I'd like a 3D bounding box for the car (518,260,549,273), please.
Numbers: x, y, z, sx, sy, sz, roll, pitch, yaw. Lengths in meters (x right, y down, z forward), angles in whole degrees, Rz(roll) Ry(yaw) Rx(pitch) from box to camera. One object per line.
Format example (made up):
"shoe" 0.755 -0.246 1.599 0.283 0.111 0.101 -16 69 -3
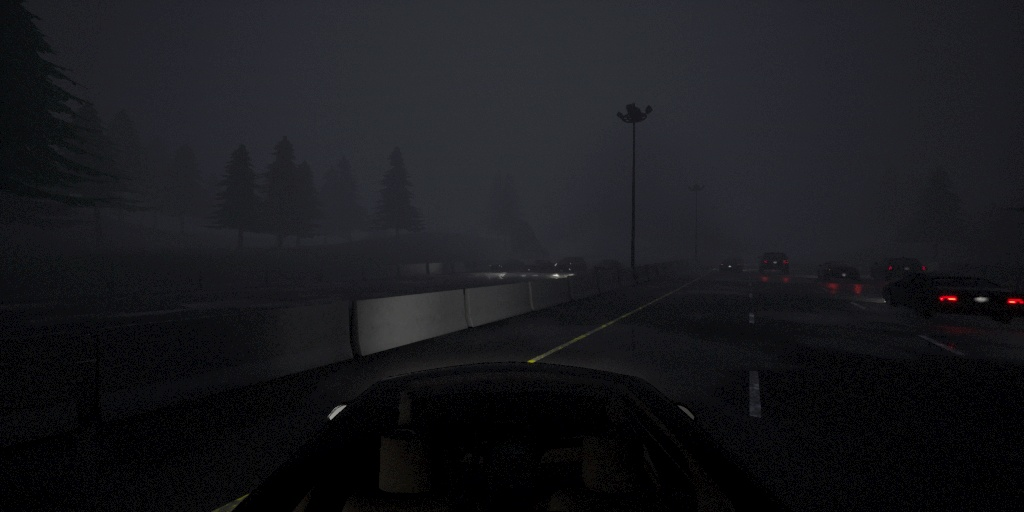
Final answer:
"car" 3.018 1.120 39.348 1.895 1.301 4.718 0 1 34

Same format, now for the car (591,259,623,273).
"car" 9.983 1.045 37.157 2.033 1.411 5.357 0 1 34

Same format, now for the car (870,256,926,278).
"car" 27.935 0.850 26.048 2.097 1.767 4.553 0 1 34

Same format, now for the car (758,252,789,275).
"car" 24.996 0.629 34.289 2.150 2.045 5.566 0 1 33

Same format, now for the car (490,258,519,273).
"car" -0.521 1.009 40.365 1.882 1.535 5.008 0 1 34

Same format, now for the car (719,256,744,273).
"car" 22.464 0.956 36.808 1.994 1.385 4.181 0 1 34

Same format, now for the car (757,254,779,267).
"car" 33.242 0.584 46.736 2.128 1.511 4.902 0 1 33

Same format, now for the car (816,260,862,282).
"car" 24.073 1.047 26.532 1.812 1.442 4.674 0 1 34

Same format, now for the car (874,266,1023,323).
"car" 14.510 1.253 12.110 2.033 1.411 5.357 0 0 34

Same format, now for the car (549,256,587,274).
"car" 6.210 0.865 37.824 2.097 1.767 4.553 0 1 34
